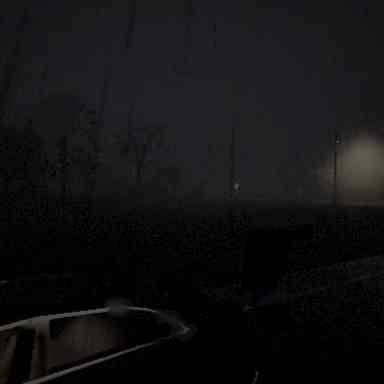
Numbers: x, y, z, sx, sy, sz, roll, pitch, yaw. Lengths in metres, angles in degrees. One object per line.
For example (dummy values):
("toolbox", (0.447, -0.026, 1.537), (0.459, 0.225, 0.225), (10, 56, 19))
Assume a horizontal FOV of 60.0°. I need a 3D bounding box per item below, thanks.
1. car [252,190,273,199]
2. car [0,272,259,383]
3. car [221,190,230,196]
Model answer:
("car", (14.700, 0.432, 69.277), (2.097, 1.767, 4.553), (1, 1, -34))
("car", (-1.626, 1.530, 2.573), (4.902, 1.511, 2.128), (0, -1, -36))
("car", (9.024, 0.325, 77.558), (2.033, 1.411, 5.357), (1, 1, -34))
